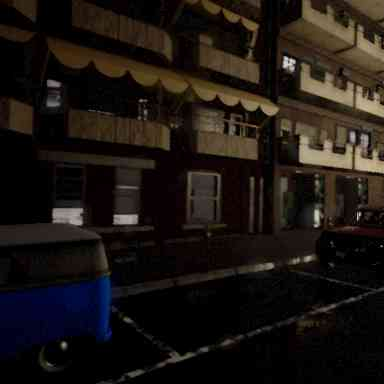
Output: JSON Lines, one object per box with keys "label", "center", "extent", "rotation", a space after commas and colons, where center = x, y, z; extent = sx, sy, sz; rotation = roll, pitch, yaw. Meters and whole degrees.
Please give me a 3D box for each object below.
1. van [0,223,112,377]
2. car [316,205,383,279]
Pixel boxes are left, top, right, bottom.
{"label": "van", "center": [-2.976, 1.340, 3.947], "extent": [3.998, 1.788, 1.690], "rotation": [0, 1, -35]}
{"label": "car", "center": [6.028, 1.376, 10.372], "extent": [5.009, 1.841, 2.192], "rotation": [0, 1, -35]}
